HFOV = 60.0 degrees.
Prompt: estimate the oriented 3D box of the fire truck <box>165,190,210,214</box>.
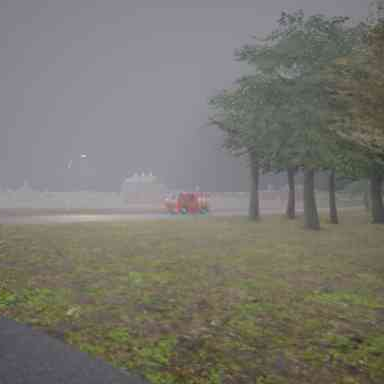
[{"bbox_3d":[-0.590,1.684,54.953,2.891,3.827,8.468,0,-2,39],"label":"fire truck"}]
